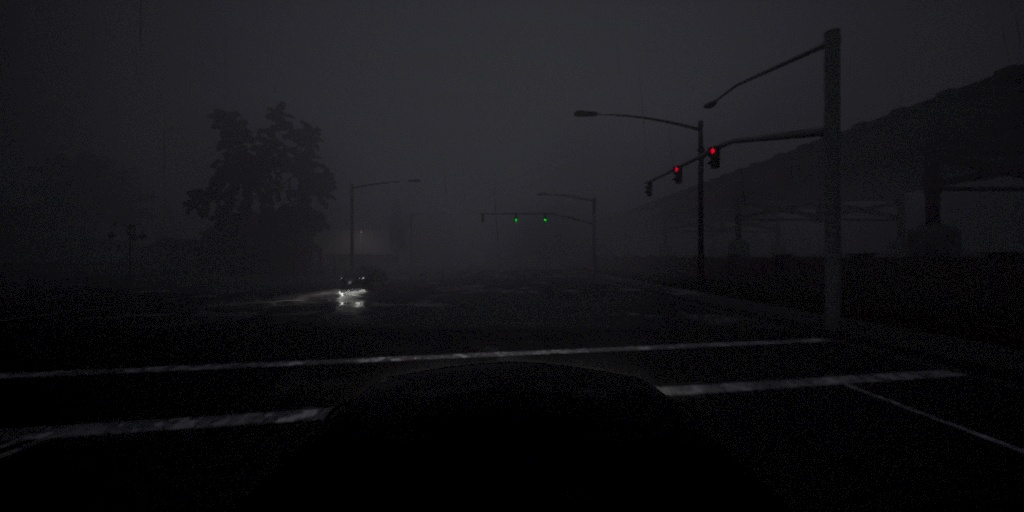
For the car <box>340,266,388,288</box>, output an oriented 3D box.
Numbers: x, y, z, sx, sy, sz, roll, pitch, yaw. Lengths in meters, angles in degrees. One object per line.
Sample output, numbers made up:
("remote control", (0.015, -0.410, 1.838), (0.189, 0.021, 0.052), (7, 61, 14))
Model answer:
("car", (-10.480, 1.456, 25.627), (2.128, 1.511, 4.902), (0, 0, 0))
